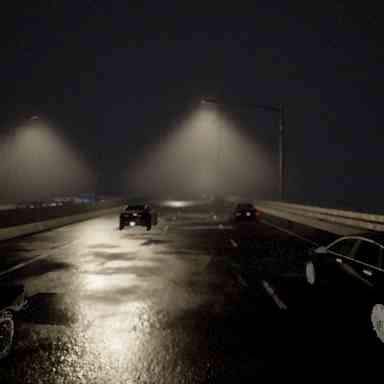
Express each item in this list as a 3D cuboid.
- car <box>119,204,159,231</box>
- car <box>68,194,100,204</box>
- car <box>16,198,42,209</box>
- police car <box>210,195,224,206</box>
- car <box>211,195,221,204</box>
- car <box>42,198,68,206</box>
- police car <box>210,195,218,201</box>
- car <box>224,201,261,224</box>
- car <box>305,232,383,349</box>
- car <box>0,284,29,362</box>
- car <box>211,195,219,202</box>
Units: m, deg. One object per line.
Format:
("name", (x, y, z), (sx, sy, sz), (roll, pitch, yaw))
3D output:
("car", (-3.247, 1.497, 20.712), (1.837, 1.490, 4.892), (0, 0, 1))
("car", (-13.509, 1.221, 42.972), (2.150, 2.045, 5.566), (0, 0, 2))
("car", (-20.516, 1.476, 42.623), (1.882, 1.535, 5.008), (0, 0, 2))
("police car", (4.485, 1.435, 56.493), (1.930, 1.638, 5.238), (0, 0, 2))
("car", (4.894, 1.487, 67.489), (1.801, 1.575, 5.366), (0, 0, 2))
("car", (-16.997, 1.490, 43.283), (2.128, 1.511, 4.902), (0, 0, 2))
("police car", (5.908, 1.533, 89.230), (1.930, 1.638, 5.238), (0, 0, 3))
("car", (3.808, 1.542, 24.777), (2.033, 1.411, 5.357), (0, 0, 1))
("car", (3.625, 1.496, 6.159), (1.837, 1.490, 4.892), (0, 0, 0))
("car", (-3.389, 1.595, 2.886), (1.895, 1.301, 4.718), (0, 0, 0))
("car", (5.368, 1.522, 78.401), (1.801, 1.575, 5.366), (0, 0, 3))
